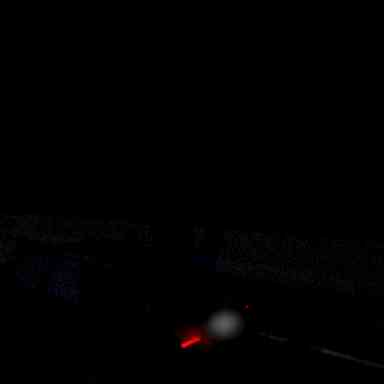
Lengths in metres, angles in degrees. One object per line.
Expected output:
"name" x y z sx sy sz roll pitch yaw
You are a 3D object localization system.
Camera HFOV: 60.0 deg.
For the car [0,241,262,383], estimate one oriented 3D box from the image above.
"car" -1.676 1.520 5.187 5.357 1.411 2.033 0 0 35
